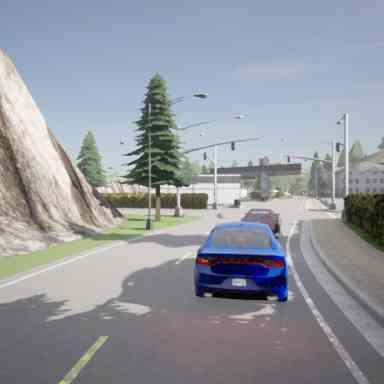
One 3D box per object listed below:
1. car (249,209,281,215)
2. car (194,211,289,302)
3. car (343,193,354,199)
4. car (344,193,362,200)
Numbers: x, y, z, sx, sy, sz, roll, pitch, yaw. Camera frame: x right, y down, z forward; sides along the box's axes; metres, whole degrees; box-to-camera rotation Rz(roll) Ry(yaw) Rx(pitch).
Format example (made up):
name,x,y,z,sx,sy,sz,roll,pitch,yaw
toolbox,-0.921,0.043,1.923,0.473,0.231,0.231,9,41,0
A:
name,x,y,z,sx,sy,sz,roll,pitch,yaw
car,3.677,1.564,17.631,1.994,1.385,4.181,0,0,17
car,1.281,1.477,8.440,1.882,1.535,5.008,0,0,10
car,38.469,1.359,80.034,3.806,1.475,1.970,0,0,19
car,40.119,1.075,82.984,3.866,1.878,1.905,0,0,19
